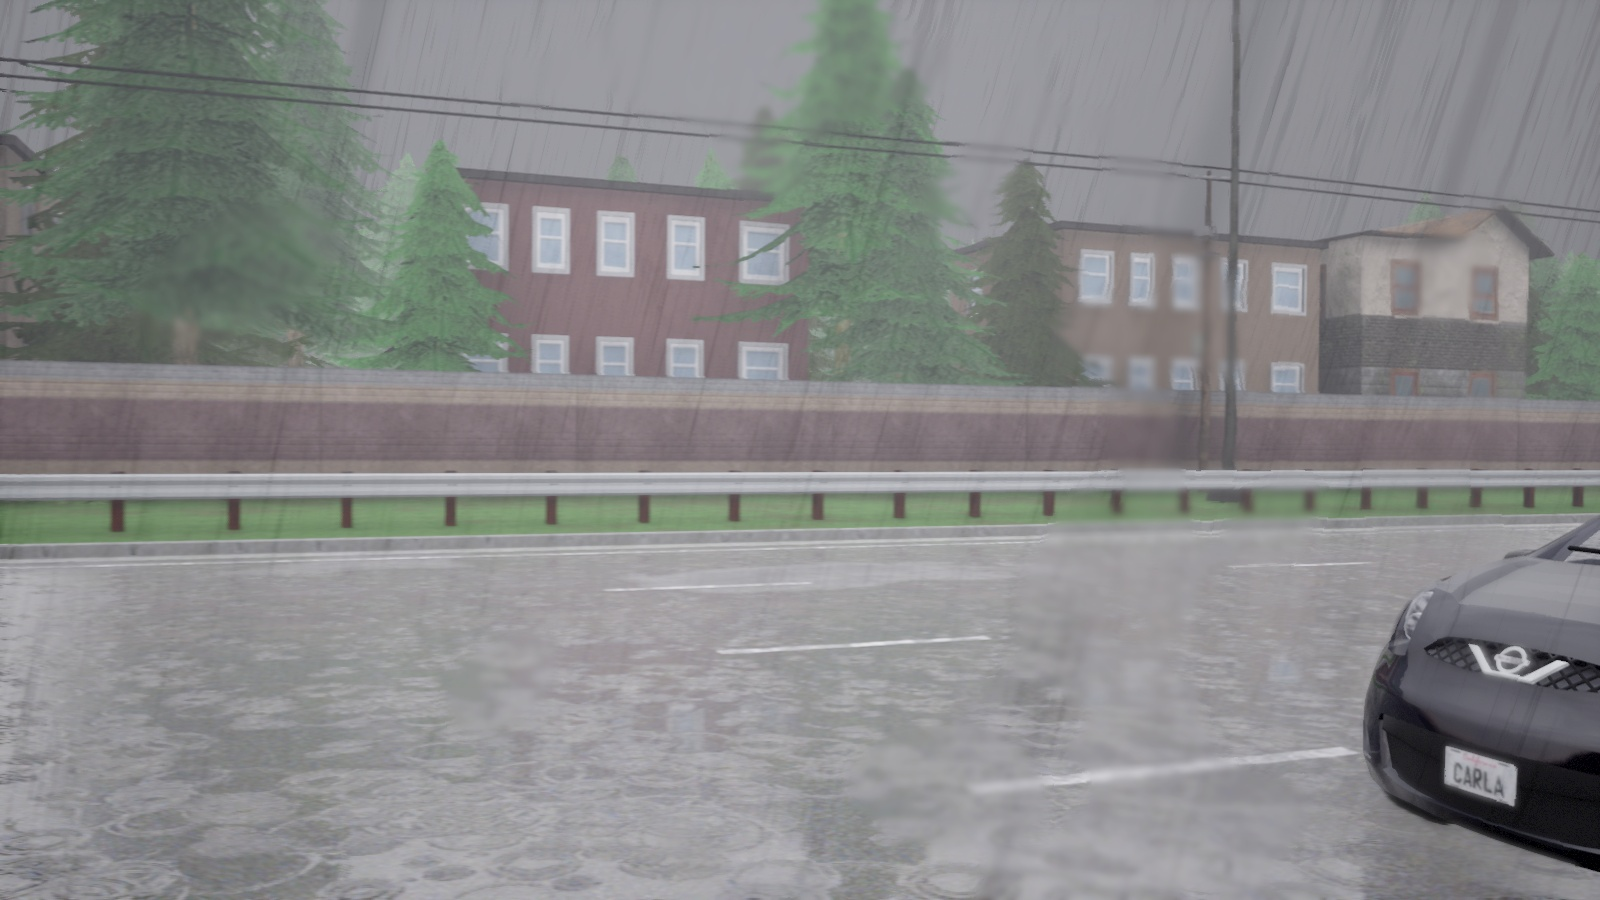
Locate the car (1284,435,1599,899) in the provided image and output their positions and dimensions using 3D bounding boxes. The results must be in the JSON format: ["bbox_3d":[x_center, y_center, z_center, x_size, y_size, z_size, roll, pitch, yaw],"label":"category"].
[{"bbox_3d":[3.936,0.692,4.733,3.633,1.501,1.845,-1,1,-21],"label":"car"}]
